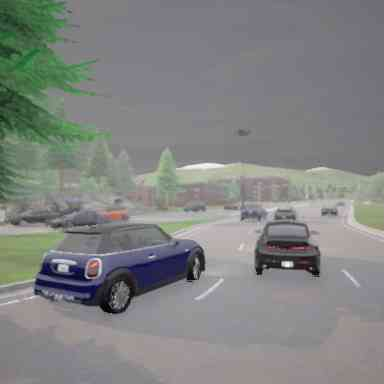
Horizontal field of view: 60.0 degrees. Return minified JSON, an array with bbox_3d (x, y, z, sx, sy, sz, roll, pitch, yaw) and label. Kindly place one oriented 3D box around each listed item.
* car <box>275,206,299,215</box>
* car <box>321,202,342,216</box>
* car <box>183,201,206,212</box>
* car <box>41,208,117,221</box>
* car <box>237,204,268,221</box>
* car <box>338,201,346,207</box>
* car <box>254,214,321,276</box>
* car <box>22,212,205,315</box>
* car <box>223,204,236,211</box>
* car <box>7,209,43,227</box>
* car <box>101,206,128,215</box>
[{"bbox_3d":[9.267,2.124,32.467,2.128,1.511,4.902,-1,-1,22],"label":"car"},{"bbox_3d":[17.655,2.353,42.472,1.895,1.301,4.718,-1,-1,25],"label":"car"},{"bbox_3d":[0.532,2.556,58.039,2.150,2.045,5.566,-1,-1,26],"label":"car"},{"bbox_3d":[-9.363,2.321,27.932,2.033,1.411,5.357,-2,-2,42],"label":"car"},{"bbox_3d":[6.667,2.083,35.266,2.097,1.767,4.553,-1,-1,22],"label":"car"},{"bbox_3d":[38.046,2.984,84.891,2.128,1.511,4.902,-1,-1,26],"label":"car"},{"bbox_3d":[3.185,1.730,11.242,1.837,1.490,4.892,0,-1,15],"label":"car"},{"bbox_3d":[-1.487,1.576,8.494,2.097,1.767,4.553,-2,-2,31],"label":"car"},{"bbox_3d":[7.589,2.990,64.452,1.895,1.301,4.718,-1,-1,26],"label":"car"},{"bbox_3d":[-15.114,2.450,32.035,1.837,1.490,4.892,-2,-2,41],"label":"car"},{"bbox_3d":[-8.729,2.261,34.229,2.097,1.767,4.553,-2,-2,38],"label":"car"}]
